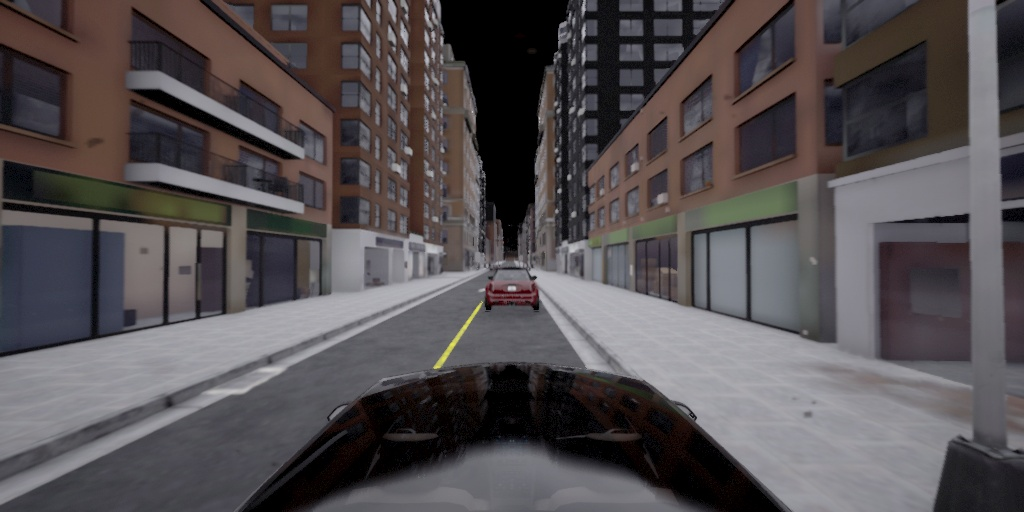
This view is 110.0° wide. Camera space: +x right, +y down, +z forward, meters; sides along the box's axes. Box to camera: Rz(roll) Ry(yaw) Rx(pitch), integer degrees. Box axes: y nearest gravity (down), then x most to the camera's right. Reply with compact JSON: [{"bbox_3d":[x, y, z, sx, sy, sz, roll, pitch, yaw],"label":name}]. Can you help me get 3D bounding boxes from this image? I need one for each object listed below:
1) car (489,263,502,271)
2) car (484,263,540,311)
[{"bbox_3d":[-2.821,1.922,62.152,1.994,1.385,4.181,0,-1,1],"label":"car"},{"bbox_3d":[0.016,1.238,15.288,2.097,1.767,4.553,0,-1,0],"label":"car"}]
